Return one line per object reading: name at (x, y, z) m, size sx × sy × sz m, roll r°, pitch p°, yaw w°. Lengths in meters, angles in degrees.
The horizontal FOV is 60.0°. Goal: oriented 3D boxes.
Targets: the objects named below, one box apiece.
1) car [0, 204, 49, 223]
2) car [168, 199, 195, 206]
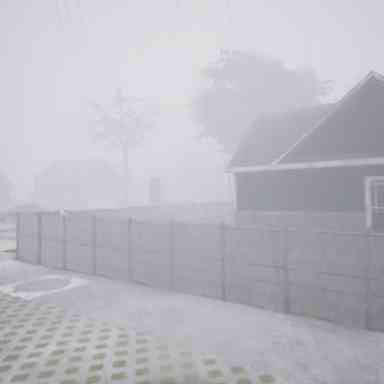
car at (-14.699, 1.796, 28.432) m, size 1.837 × 1.490 × 4.892 m, roll -1°, pitch 0°, yaw 33°
car at (-1.583, 1.674, 48.959) m, size 1.895 × 1.301 × 4.718 m, roll -1°, pitch 0°, yaw 33°
